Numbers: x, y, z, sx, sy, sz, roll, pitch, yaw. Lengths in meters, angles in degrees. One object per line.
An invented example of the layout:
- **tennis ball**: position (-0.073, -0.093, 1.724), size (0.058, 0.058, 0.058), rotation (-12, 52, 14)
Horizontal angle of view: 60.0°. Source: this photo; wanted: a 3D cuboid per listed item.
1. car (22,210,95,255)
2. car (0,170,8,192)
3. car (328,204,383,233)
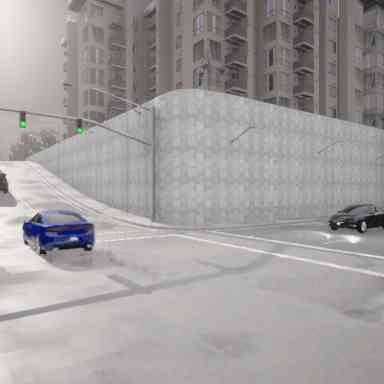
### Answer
- **car**: position (-5.542, 1.480, 13.520), size (1.882, 1.535, 5.008), rotation (0, 0, -36)
- **car**: position (-20.143, -1.232, 33.831), size (2.150, 2.045, 5.566), rotation (0, 11, -36)
- **car**: position (10.066, 1.505, 19.780), size (4.892, 1.490, 1.837), rotation (0, 0, -36)
